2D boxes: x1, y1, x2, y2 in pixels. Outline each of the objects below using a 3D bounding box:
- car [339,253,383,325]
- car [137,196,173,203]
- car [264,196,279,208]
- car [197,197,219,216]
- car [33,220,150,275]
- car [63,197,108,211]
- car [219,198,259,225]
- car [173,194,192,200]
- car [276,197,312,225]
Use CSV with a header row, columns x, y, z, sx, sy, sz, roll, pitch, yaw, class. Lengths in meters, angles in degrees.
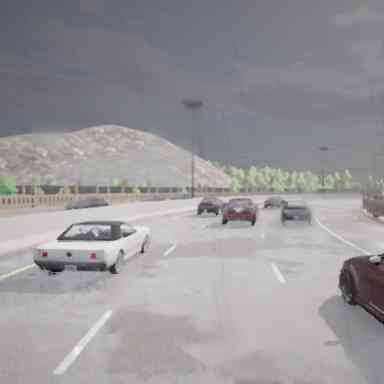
x,y,z,sx,sy,sz,roll,pitch,yaw,class
3.935,1.530,5.198,1.994,1.385,4.181,0,0,4,car
-4.064,1.199,34.229,1.837,1.490,4.892,0,0,21,car
10.120,1.232,40.111,2.033,1.411,5.357,0,1,27,car
1.890,1.256,29.535,1.837,1.490,4.892,0,0,19,car
-2.642,1.505,10.132,1.895,1.301,4.718,0,0,6,car
-9.338,1.223,29.536,1.837,1.490,4.892,0,0,17,car
3.380,1.168,22.508,2.097,1.767,4.553,0,1,14,car
-1.555,1.035,55.347,1.837,1.490,4.892,0,0,31,car
6.995,1.318,22.508,2.128,1.511,4.902,0,0,15,car
